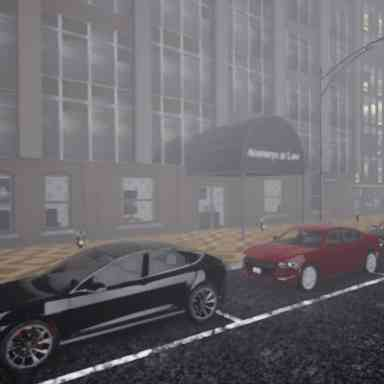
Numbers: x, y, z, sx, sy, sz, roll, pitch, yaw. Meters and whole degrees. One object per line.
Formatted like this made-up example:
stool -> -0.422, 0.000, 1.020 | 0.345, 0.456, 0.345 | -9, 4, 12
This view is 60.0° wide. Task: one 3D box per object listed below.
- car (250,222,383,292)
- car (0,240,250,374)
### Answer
car -> 3.320, 1.552, 8.939 | 4.507, 1.381, 1.887 | 0, -1, -36
car -> -1.306, 1.568, 5.637 | 4.313, 1.339, 1.947 | 0, -1, -36
